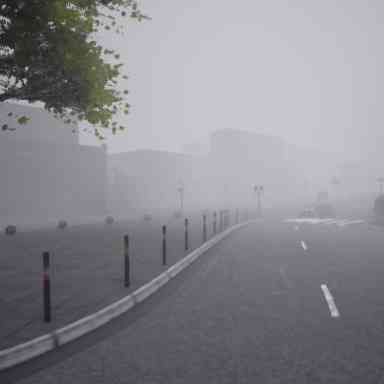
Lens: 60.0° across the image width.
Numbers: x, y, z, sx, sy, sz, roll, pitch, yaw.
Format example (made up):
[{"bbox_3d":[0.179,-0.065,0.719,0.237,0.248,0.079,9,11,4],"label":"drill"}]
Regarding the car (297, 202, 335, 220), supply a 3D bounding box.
[{"bbox_3d":[10.681,1.564,28.618,1.994,1.385,4.181,-2,1,43],"label":"car"}]
